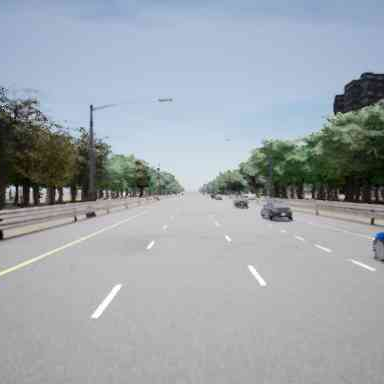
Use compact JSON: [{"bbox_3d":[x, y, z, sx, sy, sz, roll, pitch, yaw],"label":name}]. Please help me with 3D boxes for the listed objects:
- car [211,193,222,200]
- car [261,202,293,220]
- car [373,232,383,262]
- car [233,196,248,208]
[{"bbox_3d":[7.278,1.622,93.032,2.033,1.411,5.357,0,0,0],"label":"car"},{"bbox_3d":[7.024,1.556,27.795,1.812,1.442,4.674,0,0,0],"label":"car"},{"bbox_3d":[7.000,1.499,9.127,1.882,1.535,5.008,0,0,0],"label":"car"},{"bbox_3d":[7.094,1.569,49.010,1.812,1.442,4.674,0,0,0],"label":"car"}]
